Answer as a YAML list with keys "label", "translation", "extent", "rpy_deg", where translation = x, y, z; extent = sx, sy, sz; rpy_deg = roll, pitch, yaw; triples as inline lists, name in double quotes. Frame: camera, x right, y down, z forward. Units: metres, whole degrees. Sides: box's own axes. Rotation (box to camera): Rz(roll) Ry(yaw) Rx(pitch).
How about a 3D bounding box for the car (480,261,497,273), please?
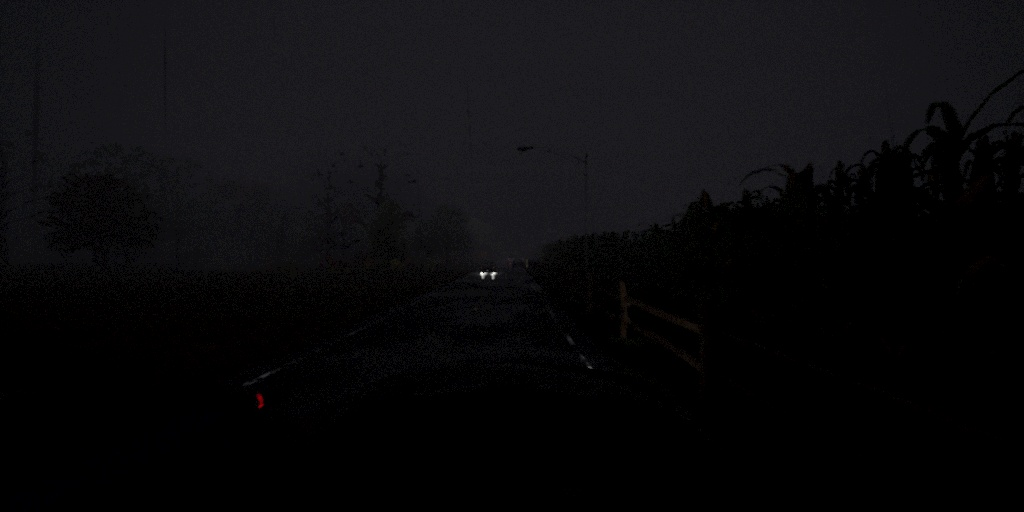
- label: "car"
  translation: [-2.839, 1.271, 44.017]
  extent: [2.033, 1.411, 5.357]
  rpy_deg: [0, 0, 0]

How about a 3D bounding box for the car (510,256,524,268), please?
- label: "car"
  translation: [0.963, 1.178, 57.707]
  extent: [1.882, 1.535, 5.008]
  rpy_deg: [0, 0, 0]

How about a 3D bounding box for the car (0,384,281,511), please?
- label: "car"
  translation: [-2.836, 1.314, 1.106]
  extent: [1.994, 1.385, 4.181]
  rpy_deg: [0, 0, 1]
